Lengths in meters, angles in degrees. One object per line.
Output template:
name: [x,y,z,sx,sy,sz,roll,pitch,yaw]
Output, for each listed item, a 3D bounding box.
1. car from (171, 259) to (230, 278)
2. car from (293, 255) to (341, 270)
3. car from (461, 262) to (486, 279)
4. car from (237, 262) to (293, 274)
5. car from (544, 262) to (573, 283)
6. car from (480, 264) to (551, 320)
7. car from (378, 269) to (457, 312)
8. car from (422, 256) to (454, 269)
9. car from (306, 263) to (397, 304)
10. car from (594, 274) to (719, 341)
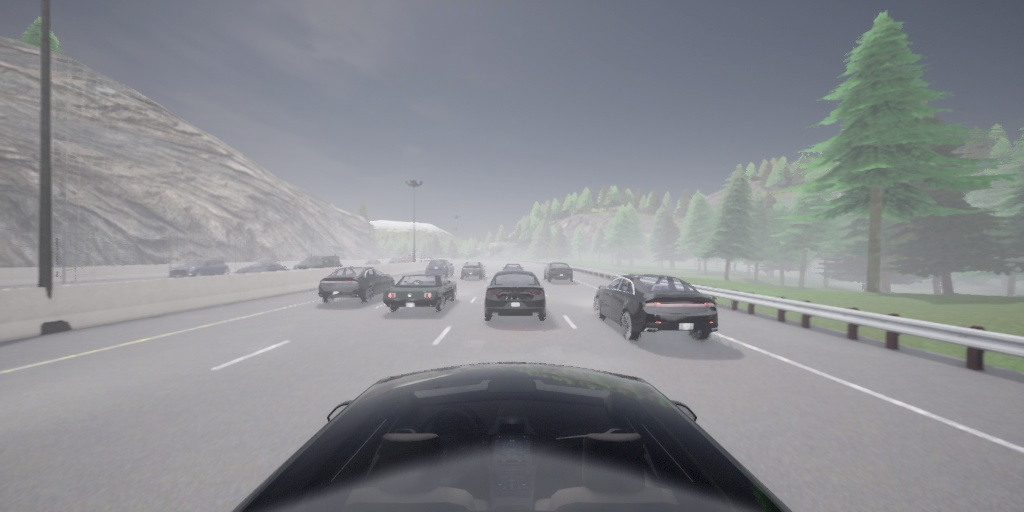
car: [-28.099,1.103,32.488,2.097,1.767,4.553,0,0,0]
car: [-17.604,0.969,32.698,2.150,2.045,5.566,0,0,0]
car: [-3.408,1.242,32.120,2.128,1.511,4.902,0,0,0]
car: [-21.101,1.315,30.508,1.994,1.385,4.181,0,0,0]
car: [3.593,1.227,28.421,1.882,1.535,5.008,0,0,0]
car: [0.094,1.227,12.677,1.882,1.535,5.008,0,0,0]
car: [-3.404,1.351,14.238,1.895,1.301,4.718,0,0,0]
car: [-6.907,1.102,34.724,2.097,1.767,4.553,0,0,0]
car: [-6.903,1.242,16.456,2.128,1.511,4.902,0,0,0]
car: [3.599,1.241,9.825,2.128,1.511,4.902,0,0,0]
